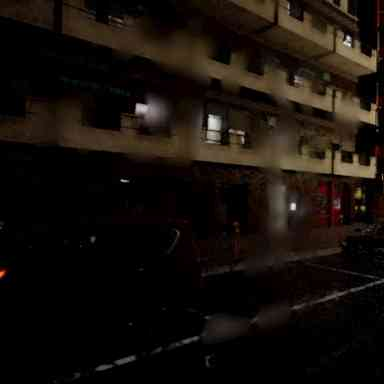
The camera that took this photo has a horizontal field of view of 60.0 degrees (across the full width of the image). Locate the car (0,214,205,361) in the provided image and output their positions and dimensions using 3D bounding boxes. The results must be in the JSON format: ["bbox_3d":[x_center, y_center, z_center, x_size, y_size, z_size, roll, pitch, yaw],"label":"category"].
[{"bbox_3d":[-2.098,1.324,5.038,5.009,1.841,2.192,0,1,-36],"label":"car"}]

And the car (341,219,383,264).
[{"bbox_3d":[6.925,1.637,11.489,4.403,1.369,2.008,0,1,-36],"label":"car"}]
